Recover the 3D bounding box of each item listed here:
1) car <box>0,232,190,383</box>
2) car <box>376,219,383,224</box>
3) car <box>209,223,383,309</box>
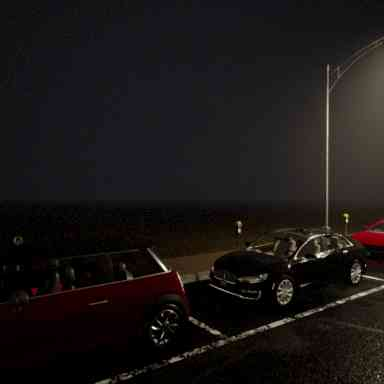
[{"bbox_3d":[-2.111,1.440,4.581,4.097,1.590,1.967,0,1,-35],"label":"car"},{"bbox_3d":[6.902,1.547,11.012,4.507,1.381,1.887,0,1,-35],"label":"car"},{"bbox_3d":[2.395,1.552,7.797,4.403,1.369,2.008,0,1,-35],"label":"car"}]
